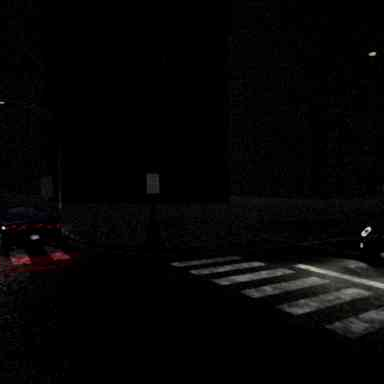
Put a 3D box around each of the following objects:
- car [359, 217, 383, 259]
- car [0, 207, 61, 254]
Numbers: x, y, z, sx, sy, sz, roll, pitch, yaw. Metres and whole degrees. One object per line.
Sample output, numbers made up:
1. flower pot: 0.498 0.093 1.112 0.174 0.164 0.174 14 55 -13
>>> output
1. car: 7.604 1.278 11.015 4.553 1.767 2.097 0 1 -32
2. car: -6.516 1.326 13.141 1.882 1.535 5.008 -1 1 -32
